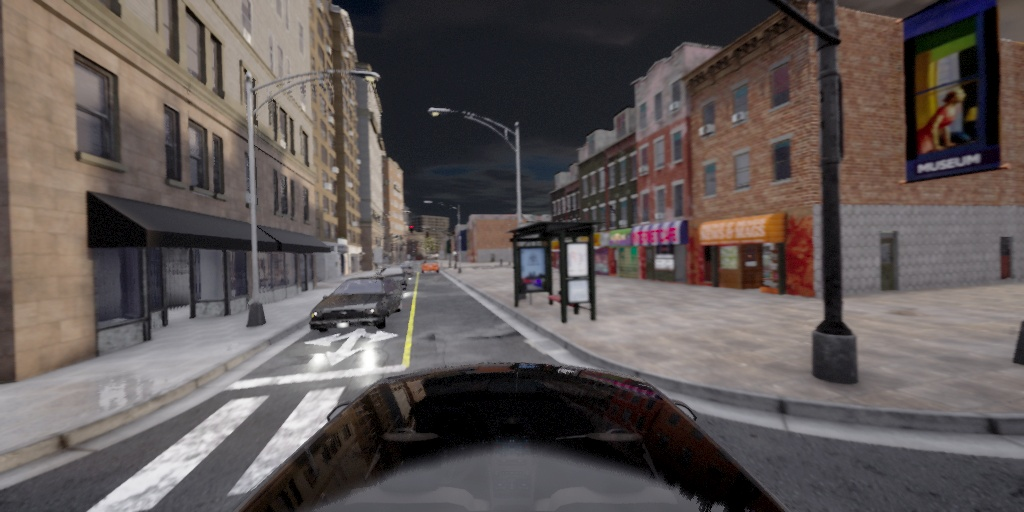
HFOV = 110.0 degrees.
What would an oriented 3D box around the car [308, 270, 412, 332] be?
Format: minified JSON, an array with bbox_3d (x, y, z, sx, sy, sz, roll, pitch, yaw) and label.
[{"bbox_3d":[-4.788,1.401,11.881,2.033,1.411,5.357,-2,0,-9],"label":"car"}]

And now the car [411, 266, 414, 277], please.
[{"bbox_3d":[-11.348,1.489,37.563,1.994,1.385,4.181,-2,0,-14],"label":"car"}]

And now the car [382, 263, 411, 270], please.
[{"bbox_3d":[-7.739,1.411,23.271,1.812,1.442,4.674,-2,0,-14],"label":"car"}]

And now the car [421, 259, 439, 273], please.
[{"bbox_3d":[-10.404,1.217,45.544,2.097,1.767,4.553,-2,0,-14],"label":"car"}]
